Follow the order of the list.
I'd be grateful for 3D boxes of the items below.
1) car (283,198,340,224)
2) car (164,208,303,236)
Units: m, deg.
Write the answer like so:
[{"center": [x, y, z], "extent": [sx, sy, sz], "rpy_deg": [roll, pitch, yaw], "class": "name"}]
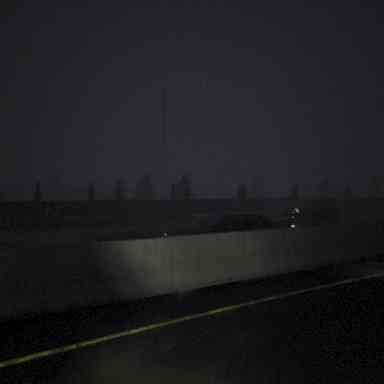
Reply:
[{"center": [8.513, 1.302, 24.274], "extent": [4.553, 1.767, 2.097], "rpy_deg": [0, 0, -23], "class": "car"}, {"center": [1.566, 1.515, 13.033], "extent": [5.357, 1.411, 2.033], "rpy_deg": [0, 0, -30], "class": "car"}]
